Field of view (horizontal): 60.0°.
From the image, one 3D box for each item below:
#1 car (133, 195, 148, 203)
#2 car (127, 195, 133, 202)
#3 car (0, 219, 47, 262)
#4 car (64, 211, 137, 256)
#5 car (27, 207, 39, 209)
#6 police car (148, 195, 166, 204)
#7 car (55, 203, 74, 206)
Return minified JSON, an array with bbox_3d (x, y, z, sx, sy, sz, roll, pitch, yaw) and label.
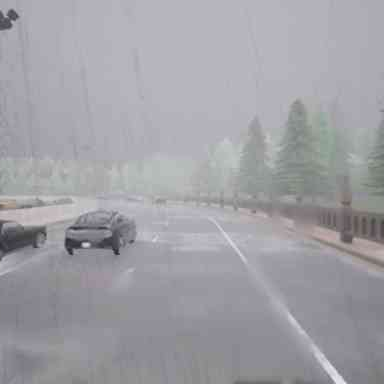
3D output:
[{"bbox_3d":[-10.735,1.485,72.556,1.801,1.575,5.366,0,0,-27],"label":"car"},{"bbox_3d":[-13.768,1.510,78.182,1.882,1.535,5.008,0,0,-30],"label":"car"},{"bbox_3d":[-6.898,1.606,11.632,1.895,1.301,4.718,0,0,0],"label":"car"},{"bbox_3d":[-3.398,1.497,13.112,2.128,1.511,4.902,0,0,0],"label":"car"},{"bbox_3d":[-19.477,1.495,40.814,1.882,1.535,5.008,0,0,-11],"label":"car"},{"bbox_3d":[-6.276,1.451,62.450,1.930,1.638,5.238,0,0,-21],"label":"police car"},{"bbox_3d":[-16.227,1.521,42.393,1.837,1.490,4.892,0,0,-12],"label":"car"}]
